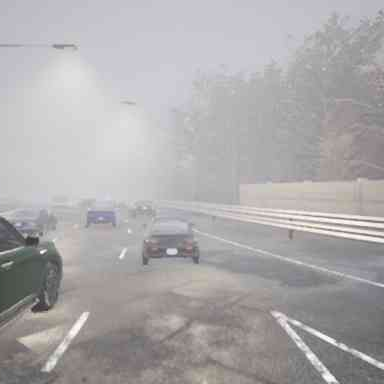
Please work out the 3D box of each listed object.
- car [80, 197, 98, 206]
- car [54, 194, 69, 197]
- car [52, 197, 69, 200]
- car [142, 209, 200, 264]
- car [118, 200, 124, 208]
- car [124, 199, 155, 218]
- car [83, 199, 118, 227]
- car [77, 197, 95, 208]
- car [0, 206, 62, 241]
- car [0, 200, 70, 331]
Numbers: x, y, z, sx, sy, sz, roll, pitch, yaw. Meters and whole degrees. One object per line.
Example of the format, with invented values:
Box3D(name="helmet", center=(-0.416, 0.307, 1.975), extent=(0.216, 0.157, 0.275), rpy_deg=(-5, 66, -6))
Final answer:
Box3D(name="car", center=(-19.216, 1.691, 61.833), extent=(1.837, 1.490, 4.892), rpy_deg=(0, 0, -33))
Box3D(name="car", center=(-29.847, 1.466, 75.627), extent=(2.150, 2.045, 5.566), rpy_deg=(0, 0, -44))
Box3D(name="car", center=(-20.041, 1.762, 50.011), extent=(1.895, 1.301, 4.718), rpy_deg=(0, 0, -29))
Box3D(name="car", center=(-0.824, 1.558, 11.962), extent=(1.812, 1.442, 4.674), rpy_deg=(0, 0, -6))
Box3D(name="car", center=(-10.355, 1.732, 46.194), extent=(1.895, 1.301, 4.718), rpy_deg=(0, 0, -24))
Box3D(name="car", center=(-4.803, 1.437, 31.197), extent=(2.097, 1.767, 4.553), rpy_deg=(0, 0, -17))
Box3D(name="car", center=(-6.407, 1.549, 23.717), extent=(1.882, 1.535, 5.008), rpy_deg=(0, 0, -13))
Box3D(name="car", center=(-16.031, 1.657, 49.889), extent=(1.837, 1.490, 4.892), rpy_deg=(0, 0, -27))
Box3D(name="car", center=(-8.803, 1.611, 18.393), extent=(2.033, 1.411, 5.357), rpy_deg=(0, 0, -11))
Box3D(name="car", center=(-3.659, 1.241, 4.582), extent=(2.150, 2.045, 5.566), rpy_deg=(0, 0, -3))
